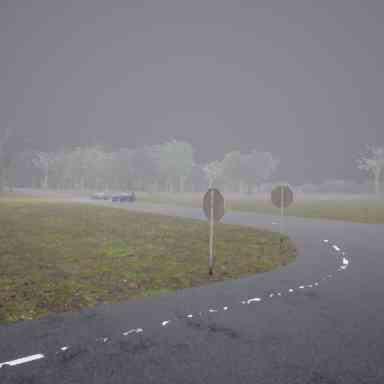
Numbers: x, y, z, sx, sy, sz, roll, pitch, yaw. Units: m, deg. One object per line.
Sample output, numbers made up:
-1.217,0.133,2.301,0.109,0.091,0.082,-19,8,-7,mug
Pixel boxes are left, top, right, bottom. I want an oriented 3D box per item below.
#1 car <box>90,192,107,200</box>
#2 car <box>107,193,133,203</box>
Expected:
-16.729,0.708,59.805,2.033,1.411,5.357,2,0,-35,car
-10.805,0.839,51.235,1.882,1.535,5.008,2,0,-35,car
